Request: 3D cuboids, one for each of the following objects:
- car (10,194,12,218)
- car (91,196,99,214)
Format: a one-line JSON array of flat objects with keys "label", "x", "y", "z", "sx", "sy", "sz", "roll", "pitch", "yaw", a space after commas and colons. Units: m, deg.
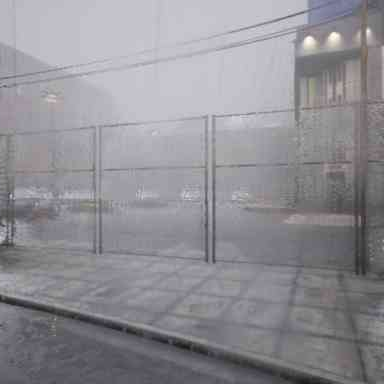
[{"label": "car", "x": -13.186, "y": 1.254, "z": 25.989, "sx": 4.553, "sy": 1.767, "sz": 2.185, "roll": 0, "pitch": 0, "yaw": 21}, {"label": "car", "x": -10.462, "y": 1.387, "z": 33.083, "sx": 4.193, "sy": 1.474, "sz": 1.816, "roll": 0, "pitch": 0, "yaw": 21}]
